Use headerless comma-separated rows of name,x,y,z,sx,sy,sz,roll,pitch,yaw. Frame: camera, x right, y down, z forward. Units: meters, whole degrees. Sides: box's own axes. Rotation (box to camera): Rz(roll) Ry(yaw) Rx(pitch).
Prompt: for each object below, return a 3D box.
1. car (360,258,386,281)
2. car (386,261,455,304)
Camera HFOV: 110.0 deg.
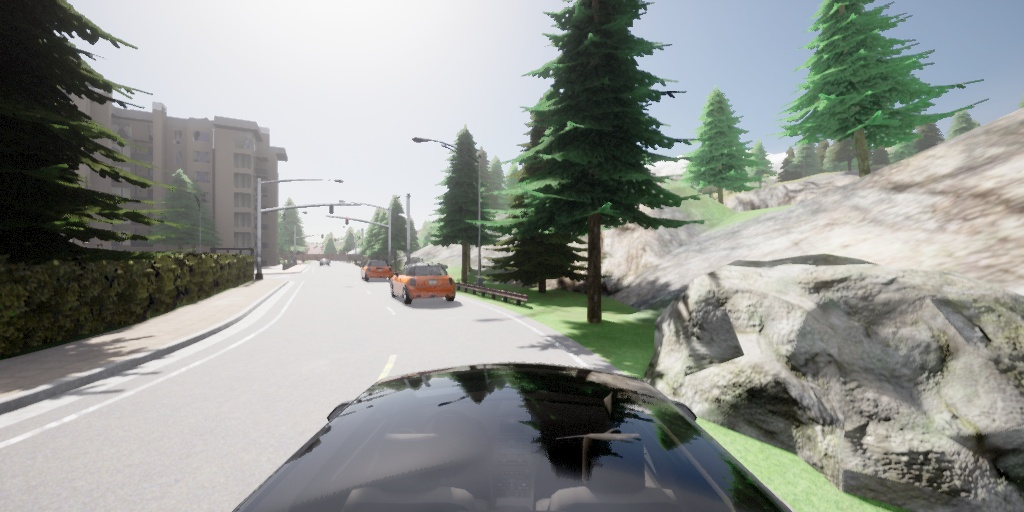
car,-11.278,1.113,29.797,2.097,1.767,4.553,0,0,-28
car,-4.241,1.113,16.550,2.097,1.767,4.553,0,0,-28
